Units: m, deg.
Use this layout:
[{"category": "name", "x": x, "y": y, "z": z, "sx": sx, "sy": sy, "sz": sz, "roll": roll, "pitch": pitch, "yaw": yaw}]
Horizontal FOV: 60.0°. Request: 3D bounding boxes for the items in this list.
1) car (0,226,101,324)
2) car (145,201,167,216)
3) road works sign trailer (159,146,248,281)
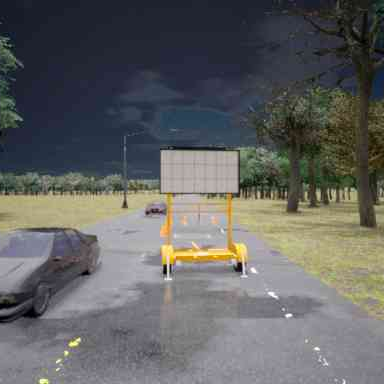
[{"category": "car", "x": -3.595, "y": 1.544, "z": 7.654, "sx": 2.033, "sy": 1.411, "sz": 5.357, "roll": 0, "pitch": 0, "yaw": 0}, {"category": "car", "x": -3.480, "y": 1.572, "z": 33.043, "sx": 1.994, "sy": 1.385, "sz": 4.181, "roll": 0, "pitch": 0, "yaw": 0}, {"category": "road works sign trailer", "x": 0.202, "y": 0.461, "z": 9.989, "sx": 2.380, "sy": 3.560, "sz": 2.880, "roll": 0, "pitch": 0, "yaw": -8}]
